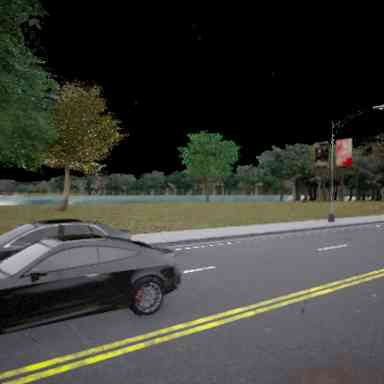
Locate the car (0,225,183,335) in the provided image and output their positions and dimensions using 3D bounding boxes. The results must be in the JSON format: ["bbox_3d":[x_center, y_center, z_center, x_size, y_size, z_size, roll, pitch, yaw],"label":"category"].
[{"bbox_3d":[-2.347,1.530,6.001,4.674,1.442,1.812,0,0,-35],"label":"car"}]

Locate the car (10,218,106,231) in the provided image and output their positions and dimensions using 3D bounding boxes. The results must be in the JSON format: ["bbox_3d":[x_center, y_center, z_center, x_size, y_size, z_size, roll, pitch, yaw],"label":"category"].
[{"bbox_3d":[-3.918,1.510,8.874,4.892,1.490,1.837,0,0,-35],"label":"car"}]
